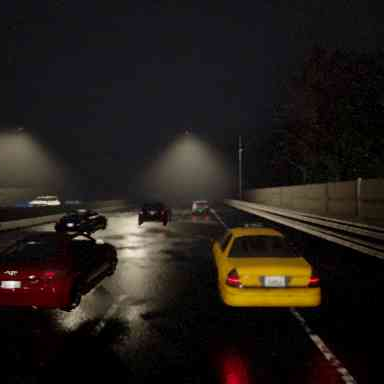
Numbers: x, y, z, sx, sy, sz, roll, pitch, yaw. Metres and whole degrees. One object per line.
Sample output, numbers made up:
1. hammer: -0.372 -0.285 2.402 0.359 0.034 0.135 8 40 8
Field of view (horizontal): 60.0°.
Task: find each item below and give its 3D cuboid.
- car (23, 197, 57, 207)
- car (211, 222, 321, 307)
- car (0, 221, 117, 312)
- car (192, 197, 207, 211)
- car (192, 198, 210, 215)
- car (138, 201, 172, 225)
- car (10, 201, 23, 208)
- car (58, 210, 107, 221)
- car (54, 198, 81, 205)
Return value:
1. car: -20.029 1.638 45.117 2.150 2.045 5.566 0 0 1
2. car: 1.459 1.506 8.185 1.801 1.575 5.366 0 0 1
3. car: -3.172 1.634 7.940 1.994 1.385 4.181 0 0 1
4. car: 1.140 1.692 48.180 2.097 1.767 4.553 0 0 1
5. car: 0.999 1.790 38.088 1.812 1.442 4.674 0 0 2
6. car: -2.774 1.546 25.675 2.097 1.767 4.553 0 0 1
7. car: -23.489 1.924 46.781 1.882 1.535 5.008 0 0 1
8. car: -6.406 1.732 19.638 1.994 1.385 4.181 0 0 1
9. car: -16.516 1.896 45.647 2.128 1.511 4.902 0 0 1
